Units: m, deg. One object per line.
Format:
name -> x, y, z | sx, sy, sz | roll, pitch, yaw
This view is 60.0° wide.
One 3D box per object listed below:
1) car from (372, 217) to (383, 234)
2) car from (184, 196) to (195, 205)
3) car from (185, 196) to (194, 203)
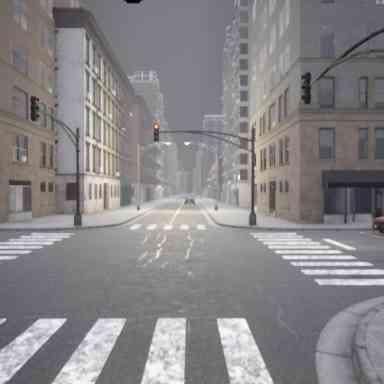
car -> 11.661, 1.527, 17.053 | 4.507, 1.381, 1.887 | 0, 0, 0
car -> -0.398, 1.532, 59.262 | 1.812, 1.442, 4.674 | 0, 0, 0
car -> -0.467, 1.537, 69.267 | 1.812, 1.442, 4.674 | 0, 0, 0
